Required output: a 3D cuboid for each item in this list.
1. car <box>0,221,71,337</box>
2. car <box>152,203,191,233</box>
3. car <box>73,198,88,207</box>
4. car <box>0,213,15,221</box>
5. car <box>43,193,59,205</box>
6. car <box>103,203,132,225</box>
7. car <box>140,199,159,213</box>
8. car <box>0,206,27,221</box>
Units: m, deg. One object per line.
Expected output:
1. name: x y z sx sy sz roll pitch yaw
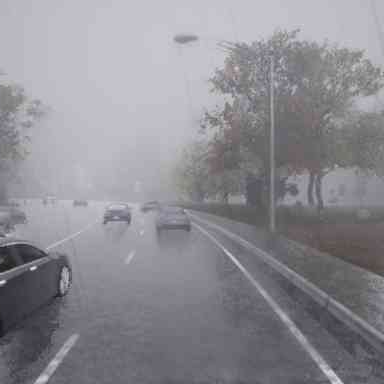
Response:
1. car: -3.576 1.511 5.600 1.837 1.490 4.892 0 0 -2
2. car: -1.220 1.570 19.880 1.994 1.385 4.181 0 0 -7
3. car: -16.739 1.614 49.927 1.895 1.301 4.718 0 0 -23
4. car: -7.529 1.575 10.237 1.994 1.385 4.181 0 0 -4
5. car: -25.412 1.228 59.832 2.150 2.045 5.566 0 0 -29
6. car: -5.413 1.536 24.374 1.812 1.442 4.674 0 0 -9
7. car: -4.718 1.506 37.174 2.128 1.511 4.902 0 0 -15
8. car: -12.247 1.578 21.490 1.994 1.385 4.181 0 0 -9
